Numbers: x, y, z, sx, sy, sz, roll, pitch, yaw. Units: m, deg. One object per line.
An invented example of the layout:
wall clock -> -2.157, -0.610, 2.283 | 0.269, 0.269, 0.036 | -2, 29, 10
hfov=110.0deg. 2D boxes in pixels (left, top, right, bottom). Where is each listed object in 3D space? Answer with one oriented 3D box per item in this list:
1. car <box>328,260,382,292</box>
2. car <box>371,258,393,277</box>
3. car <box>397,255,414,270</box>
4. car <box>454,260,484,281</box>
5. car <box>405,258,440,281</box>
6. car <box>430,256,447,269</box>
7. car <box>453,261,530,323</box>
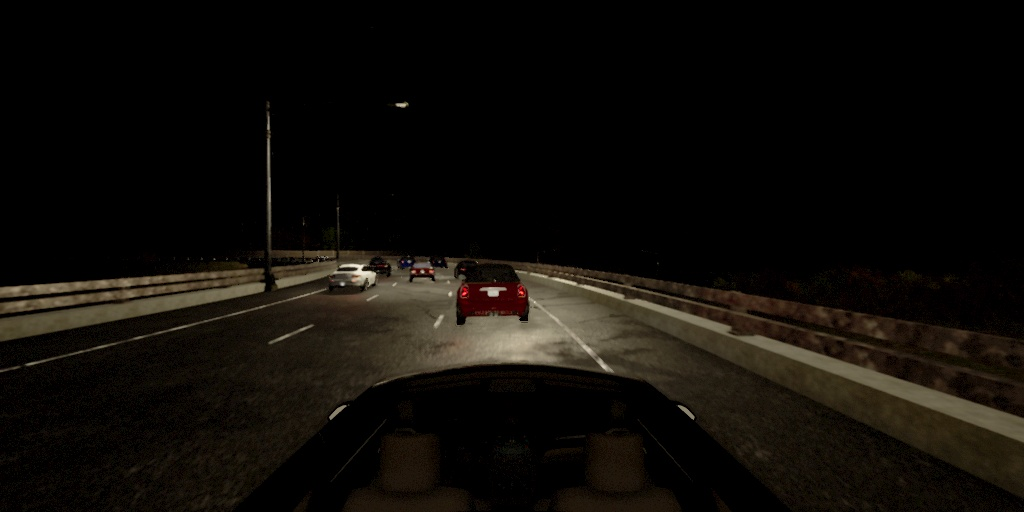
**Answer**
car -> -8.986, 1.165, 20.455 | 1.812, 1.442, 4.674 | 0, 1, -10
car -> -11.939, 1.048, 32.577 | 2.128, 1.511, 4.902 | 0, 0, -17
car -> -13.761, 0.803, 46.947 | 2.097, 1.767, 4.553 | 0, 0, -24
car -> -3.511, 1.081, 28.484 | 1.812, 1.442, 4.674 | 0, 1, -14
car -> -6.876, 1.124, 27.529 | 2.033, 1.411, 5.357 | 0, 0, -14
car -> -9.989, 0.787, 47.098 | 2.097, 1.767, 4.553 | 0, 0, -24
car -> -0.722, 1.026, 11.968 | 2.097, 1.767, 4.553 | 0, 1, -6
